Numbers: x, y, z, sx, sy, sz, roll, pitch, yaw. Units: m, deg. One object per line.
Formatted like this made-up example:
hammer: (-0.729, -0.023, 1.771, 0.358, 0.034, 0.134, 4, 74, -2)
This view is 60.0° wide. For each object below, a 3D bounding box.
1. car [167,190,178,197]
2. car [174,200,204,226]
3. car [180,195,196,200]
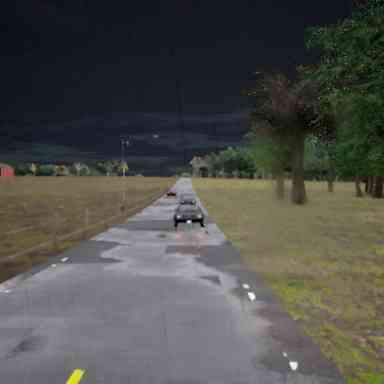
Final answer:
car: (-3.600, 0.256, 60.310, 1.895, 1.301, 4.718, 0, 3, -1)
car: (-0.206, 1.489, 22.400, 1.895, 1.301, 4.718, 0, 1, -1)
car: (-0.454, 1.064, 39.742, 1.895, 1.301, 4.718, 0, 2, -1)
